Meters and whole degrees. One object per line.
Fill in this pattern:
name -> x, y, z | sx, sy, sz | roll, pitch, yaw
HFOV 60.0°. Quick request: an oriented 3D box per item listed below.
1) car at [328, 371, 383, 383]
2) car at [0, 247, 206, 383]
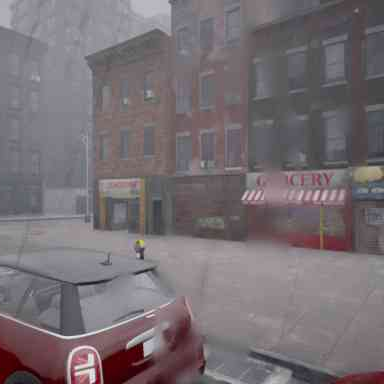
car -> 2.533, 1.544, 0.998 | 4.507, 1.381, 1.887 | 0, 0, 36
car -> -1.929, 1.441, 4.219 | 4.097, 1.590, 1.967 | 0, 0, 36
